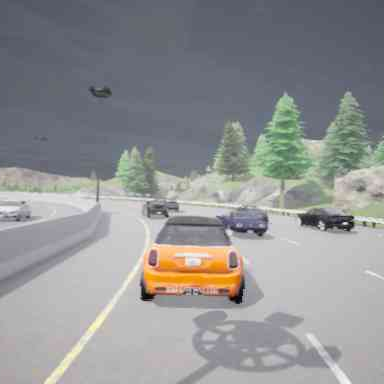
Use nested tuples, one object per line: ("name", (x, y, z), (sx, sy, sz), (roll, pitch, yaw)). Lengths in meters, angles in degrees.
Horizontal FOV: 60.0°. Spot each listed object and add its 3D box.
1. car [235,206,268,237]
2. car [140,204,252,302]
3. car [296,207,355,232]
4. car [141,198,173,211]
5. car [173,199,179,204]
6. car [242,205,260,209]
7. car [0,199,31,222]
("car", (2.659, 1.727, 19.106), (1.895, 1.301, 4.718), (2, 0, -8))
("car", (0.021, 1.375, 8.548), (2.097, 1.767, 4.553), (2, 0, 0))
("car", (9.033, 1.796, 22.999), (1.882, 1.535, 5.008), (2, 0, -10))
("car", (-3.391, 1.485, 30.084), (1.837, 1.490, 4.892), (2, 0, -16))
("car", (-3.025, 1.505, 39.180), (2.128, 1.511, 4.902), (2, 0, -23))
("car", (4.578, 1.766, 27.217), (1.994, 1.385, 4.181), (2, 0, -13))
("car", (-12.546, 1.225, 23.188), (1.812, 1.442, 4.674), (2, 0, -14))
